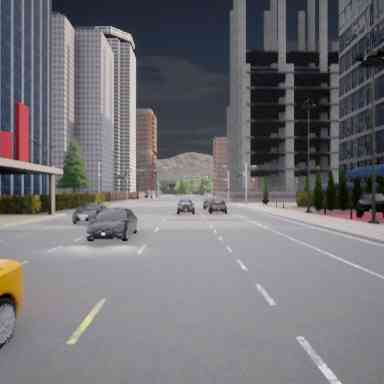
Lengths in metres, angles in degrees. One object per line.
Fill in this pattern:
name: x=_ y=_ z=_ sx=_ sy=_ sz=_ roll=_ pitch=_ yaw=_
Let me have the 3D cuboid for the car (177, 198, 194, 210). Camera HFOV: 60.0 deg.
car: x=-0.886 y=1.653 z=45.893 sx=2.128 sy=1.511 sz=4.902 roll=0 pitch=0 yaw=-1

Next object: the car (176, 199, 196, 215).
car: x=-0.656 y=1.652 z=35.954 sx=1.812 sy=1.442 sz=4.674 roll=0 pitch=0 yaw=-1

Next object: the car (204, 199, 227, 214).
car: x=2.789 y=1.622 z=37.056 sx=2.128 sy=1.511 sz=4.902 roll=0 pitch=0 yaw=-1

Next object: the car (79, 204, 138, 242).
car: x=-3.909 y=1.562 z=16.911 sx=1.837 sy=1.490 sz=4.892 roll=0 pitch=0 yaw=-1

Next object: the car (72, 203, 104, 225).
car: x=-7.524 y=1.582 z=25.191 sx=2.128 sy=1.511 sz=4.902 roll=0 pitch=0 yaw=-1

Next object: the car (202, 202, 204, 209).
car: x=2.524 y=1.713 z=46.954 sx=2.033 sy=1.411 sz=5.357 roll=0 pitch=0 yaw=-1

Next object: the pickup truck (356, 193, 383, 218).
pickup truck: x=16.012 y=1.163 z=29.444 sx=2.390 sy=2.098 sz=6.274 roll=0 pitch=0 yaw=29

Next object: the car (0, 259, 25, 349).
car: x=-3.635 y=1.490 z=3.392 sx=1.882 sy=1.535 sz=5.008 roll=0 pitch=0 yaw=-1
